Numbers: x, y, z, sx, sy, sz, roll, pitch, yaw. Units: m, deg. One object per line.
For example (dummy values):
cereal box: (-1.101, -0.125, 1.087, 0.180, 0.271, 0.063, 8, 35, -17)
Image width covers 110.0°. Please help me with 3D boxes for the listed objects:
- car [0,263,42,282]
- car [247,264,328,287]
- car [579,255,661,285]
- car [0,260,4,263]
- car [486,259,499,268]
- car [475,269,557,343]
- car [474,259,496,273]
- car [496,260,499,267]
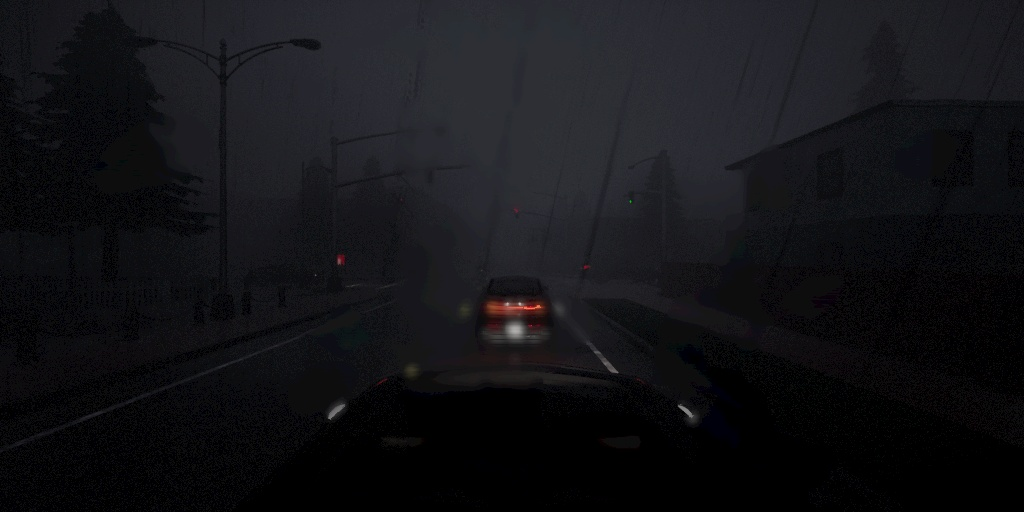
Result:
car: (-34.609, 1.329, 23.635, 4.181, 1.385, 1.994, 0, 0, -1)
car: (-14.996, 1.257, 24.146, 4.902, 1.511, 2.128, 0, 0, -2)
car: (7.544, 0.952, 25.391, 5.566, 2.045, 2.150, 0, 0, -3)
car: (-42.362, 1.271, 27.088, 4.892, 1.490, 1.837, 0, 0, -2)
car: (-3.407, 1.297, 65.038, 2.033, 1.411, 5.357, 0, 0, 1)
car: (0.092, 1.255, 9.684, 1.837, 1.490, 4.892, 0, 0, 0)
car: (-3.505, 1.297, 44.399, 2.033, 1.411, 5.357, 0, 0, 0)
car: (-3.475, 1.242, 54.581, 2.128, 1.511, 4.902, 0, 0, 0)
